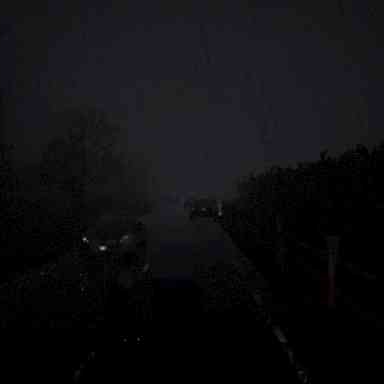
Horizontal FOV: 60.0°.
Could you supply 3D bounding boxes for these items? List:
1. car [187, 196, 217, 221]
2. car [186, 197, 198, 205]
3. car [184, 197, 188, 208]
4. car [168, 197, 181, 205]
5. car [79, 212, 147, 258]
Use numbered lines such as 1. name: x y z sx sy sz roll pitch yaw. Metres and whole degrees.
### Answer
1. car: 0.906 1.332 27.027 2.097 1.767 4.553 0 0 1
2. car: 0.012 1.523 58.272 1.895 1.301 4.718 0 0 0
3. car: 0.018 1.300 46.271 2.097 1.767 4.553 0 0 0
4. car: -2.810 1.493 54.628 1.994 1.385 4.181 0 0 0
5. car: -2.848 1.520 12.932 1.812 1.442 4.674 0 0 0
